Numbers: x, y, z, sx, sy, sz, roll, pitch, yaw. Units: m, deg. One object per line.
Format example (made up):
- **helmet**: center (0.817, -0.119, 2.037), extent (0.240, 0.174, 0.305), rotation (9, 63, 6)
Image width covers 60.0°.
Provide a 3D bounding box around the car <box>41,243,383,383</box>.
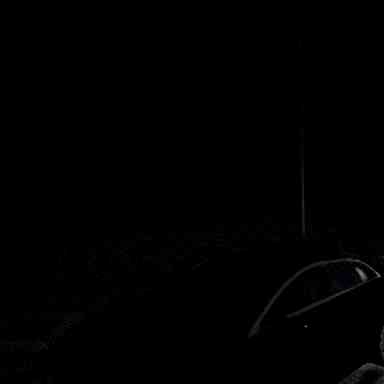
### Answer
- **car**: center (0.837, 1.465, 4.037), extent (4.902, 1.511, 2.128), rotation (-1, 0, -37)
